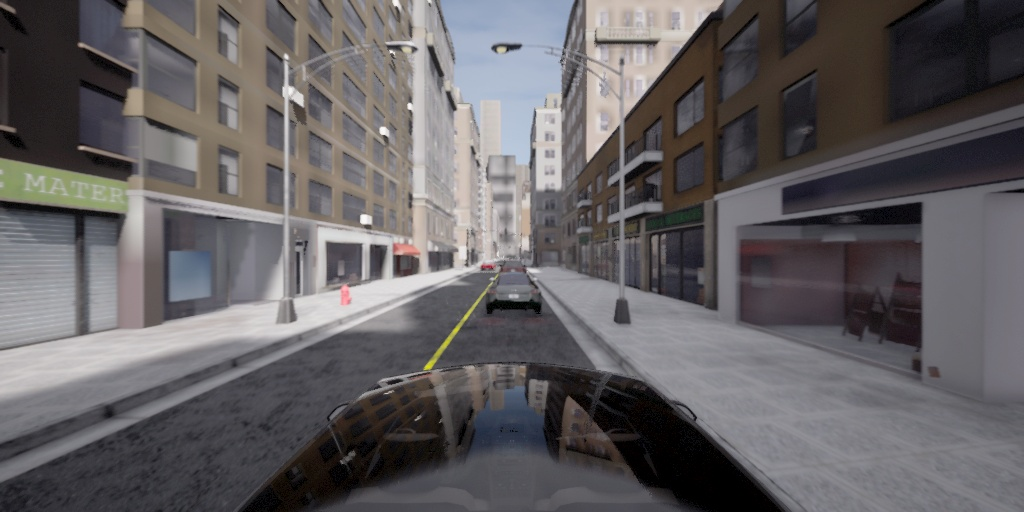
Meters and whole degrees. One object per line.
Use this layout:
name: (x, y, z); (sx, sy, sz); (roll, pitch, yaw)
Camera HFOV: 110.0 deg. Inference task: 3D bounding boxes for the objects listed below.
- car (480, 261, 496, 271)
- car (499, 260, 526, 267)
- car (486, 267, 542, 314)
car: (-3.064, 1.289, 46.206); (1.895, 1.301, 4.718); (0, 0, 0)
car: (0.068, 1.072, 28.467); (2.097, 1.767, 4.553); (0, 0, 0)
car: (0.070, 1.301, 13.837); (1.994, 1.385, 4.181); (0, 0, 0)
